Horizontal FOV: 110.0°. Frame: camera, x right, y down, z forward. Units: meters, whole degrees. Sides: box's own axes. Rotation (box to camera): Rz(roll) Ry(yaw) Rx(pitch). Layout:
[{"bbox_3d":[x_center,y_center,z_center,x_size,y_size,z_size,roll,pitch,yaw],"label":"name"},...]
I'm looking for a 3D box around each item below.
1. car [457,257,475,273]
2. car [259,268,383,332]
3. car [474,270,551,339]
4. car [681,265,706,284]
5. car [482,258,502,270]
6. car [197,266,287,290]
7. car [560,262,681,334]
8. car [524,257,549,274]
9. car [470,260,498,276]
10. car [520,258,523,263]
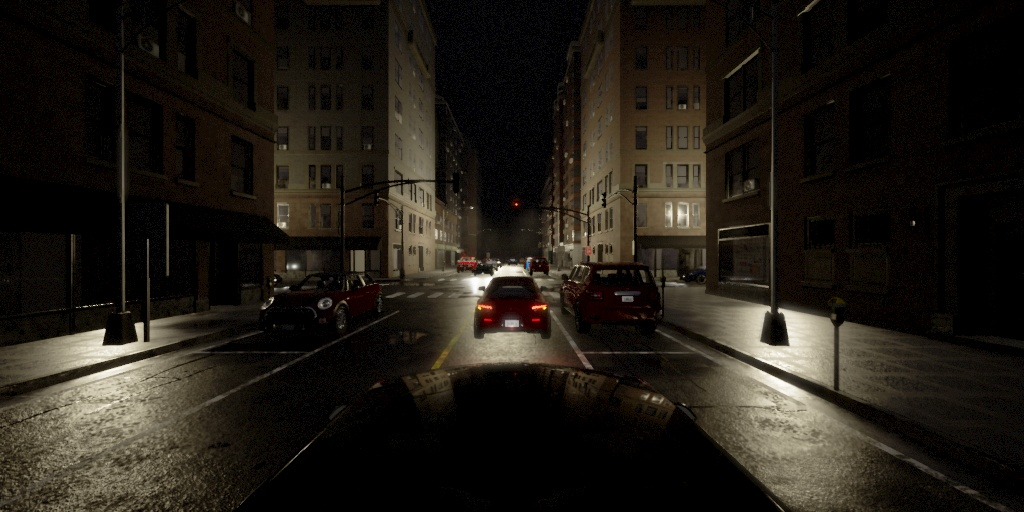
[{"bbox_3d":[-5.341,1.062,43.166,2.192,1.841,5.009,0,0,0],"label":"car"},{"bbox_3d":[-5.373,1.189,10.606,1.967,1.591,4.097,0,0,0],"label":"car"},{"bbox_3d":[0.022,1.276,9.947,1.812,1.442,4.674,0,0,1],"label":"car"},{"bbox_3d":[14.290,1.271,25.666,4.181,1.385,1.994,0,0,0],"label":"car"},{"bbox_3d":[-2.760,1.294,47.887,2.033,1.411,5.357,0,0,1],"label":"car"},{"bbox_3d":[-17.076,1.362,22.846,4.181,1.385,1.994,0,0,0],"label":"car"},{"bbox_3d":[2.652,1.064,10.591,2.192,1.841,5.009,0,0,0],"label":"car"},{"bbox_3d":[2.767,1.063,37.647,2.192,1.841,5.009,0,0,0],"label":"car"},{"bbox_3d":[-2.785,1.349,36.496,1.895,1.301,4.718,0,0,0],"label":"car"},{"bbox_3d":[2.786,1.061,54.159,2.192,1.841,5.009,0,0,0],"label":"car"}]
